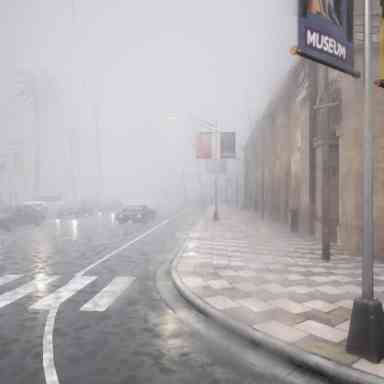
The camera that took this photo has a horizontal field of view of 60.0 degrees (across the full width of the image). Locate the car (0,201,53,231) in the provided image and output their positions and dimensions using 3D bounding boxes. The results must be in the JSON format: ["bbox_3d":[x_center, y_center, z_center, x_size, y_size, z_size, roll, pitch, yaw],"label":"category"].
[{"bbox_3d":[-11.156,1.547,20.842,2.033,1.411,5.357,0,0,4],"label":"car"}]

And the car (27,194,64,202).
[{"bbox_3d":[-13.888,1.221,31.258,2.150,2.045,5.566,0,0,5],"label":"car"}]

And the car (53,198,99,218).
[{"bbox_3d":[-10.453,1.526,30.244,1.812,1.442,4.674,0,0,5],"label":"car"}]

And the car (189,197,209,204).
[{"bbox_3d":[1.400,1.604,63.921,1.895,1.301,4.718,0,0,32],"label":"car"}]

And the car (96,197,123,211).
[{"bbox_3d":[-9.649,1.526,40.100,1.812,1.442,4.674,0,0,5],"label":"car"}]

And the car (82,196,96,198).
[{"bbox_3d":[-13.043,1.352,41.548,2.097,1.767,4.553,0,0,5],"label":"car"}]

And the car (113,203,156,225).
[{"bbox_3d":[-3.832,1.604,23.746,1.895,1.301,4.718,0,0,4],"label":"car"}]
